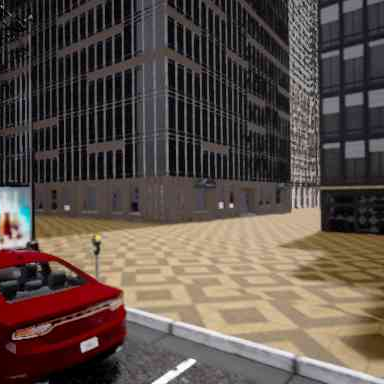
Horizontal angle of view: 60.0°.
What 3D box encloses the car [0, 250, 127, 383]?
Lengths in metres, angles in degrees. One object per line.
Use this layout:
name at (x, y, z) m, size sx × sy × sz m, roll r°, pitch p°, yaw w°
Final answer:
car at (-2.954, 1.565, 4.991) m, size 4.507 × 1.381 × 1.887 m, roll 0°, pitch -1°, yaw 35°
